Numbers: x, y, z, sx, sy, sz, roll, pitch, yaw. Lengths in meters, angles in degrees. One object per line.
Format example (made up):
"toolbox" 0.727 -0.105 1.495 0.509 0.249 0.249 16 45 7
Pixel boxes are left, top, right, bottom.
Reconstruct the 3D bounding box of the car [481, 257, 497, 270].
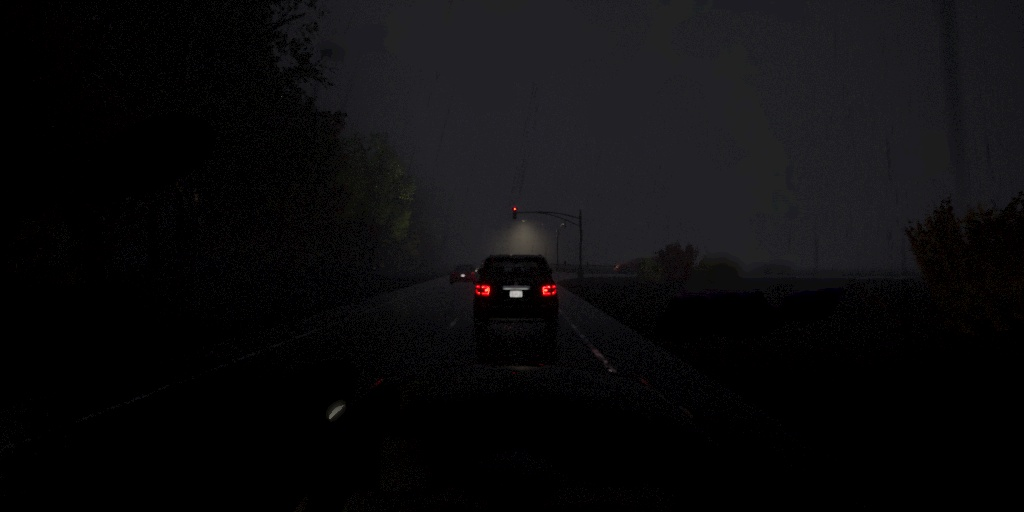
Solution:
"car" -3.400 1.106 53.521 2.097 1.767 4.553 0 0 0

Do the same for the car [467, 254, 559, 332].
"car" 0.101 0.974 10.953 2.150 2.045 5.566 0 0 0

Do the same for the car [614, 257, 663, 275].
"car" 14.995 1.191 42.426 5.566 2.045 2.150 0 -1 2

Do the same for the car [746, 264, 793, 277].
"car" 30.251 1.628 42.224 4.902 1.511 2.128 1 -1 0

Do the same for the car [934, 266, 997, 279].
"car" 48.517 1.824 38.545 5.357 1.411 2.033 1 -1 0

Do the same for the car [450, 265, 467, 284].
"car" -3.401 1.319 26.839 1.994 1.385 4.181 0 0 0
